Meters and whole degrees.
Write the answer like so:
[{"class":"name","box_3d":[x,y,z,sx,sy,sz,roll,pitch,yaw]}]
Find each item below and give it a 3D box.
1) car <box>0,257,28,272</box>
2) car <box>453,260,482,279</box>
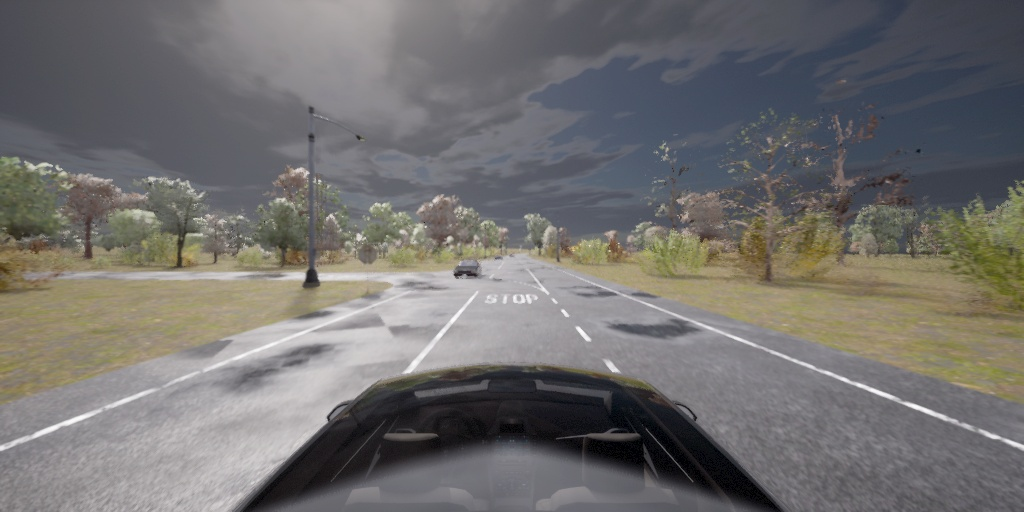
[{"class":"car","box_3d":[-48.687,0.856,33.616,5.008,1.535,1.882,0,0,2]},{"class":"car","box_3d":[-3.448,1.015,28.892,2.033,1.411,5.357,0,0,0]}]
